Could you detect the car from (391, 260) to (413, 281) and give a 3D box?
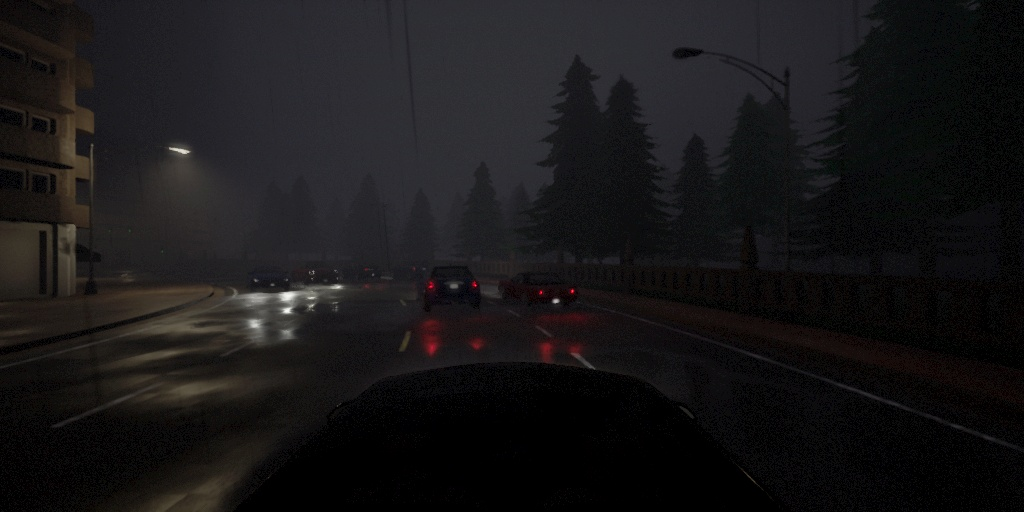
[{"bbox_3d":[-8.521,1.121,30.430,2.097,1.767,4.553,0,0,-42],"label":"car"}]

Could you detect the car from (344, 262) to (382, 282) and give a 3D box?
[{"bbox_3d":[-12.530,1.268,29.636,2.128,1.511,4.902,0,0,-45],"label":"car"}]

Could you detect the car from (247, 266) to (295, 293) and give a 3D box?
[{"bbox_3d":[-14.587,1.305,21.400,1.812,1.442,4.674,0,0,-40],"label":"car"}]

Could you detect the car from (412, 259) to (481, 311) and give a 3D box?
[{"bbox_3d":[-2.771,1.108,14.819,2.097,1.767,4.553,0,0,-19],"label":"car"}]

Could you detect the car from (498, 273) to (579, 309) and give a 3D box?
[{"bbox_3d":[0.895,1.350,15.207,1.895,1.301,4.718,0,0,-19],"label":"car"}]

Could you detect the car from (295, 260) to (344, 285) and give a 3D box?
[{"bbox_3d":[-14.537,1.132,26.434,4.553,1.767,2.097,0,0,44],"label":"car"}]
